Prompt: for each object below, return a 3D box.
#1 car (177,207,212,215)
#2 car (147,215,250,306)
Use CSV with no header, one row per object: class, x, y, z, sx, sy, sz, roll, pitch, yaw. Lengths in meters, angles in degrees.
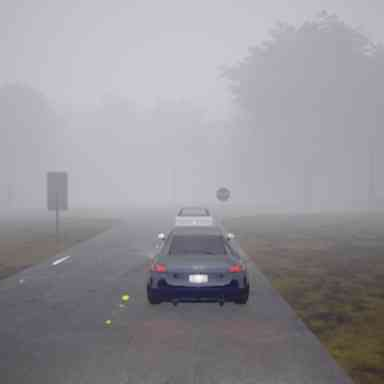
car,0.132,1.443,17.949,1.895,1.301,4.718,0,0,1
car,0.103,1.487,7.910,1.994,1.385,4.181,0,0,0
